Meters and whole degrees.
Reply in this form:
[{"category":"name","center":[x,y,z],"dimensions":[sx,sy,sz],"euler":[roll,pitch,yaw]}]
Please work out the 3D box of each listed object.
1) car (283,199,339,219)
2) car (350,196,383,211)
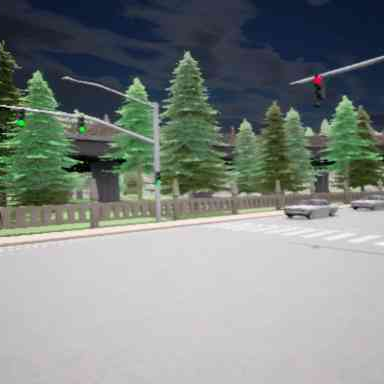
[{"category":"car","center":[8.727,1.214,24.309],"dimensions":[4.718,1.301,1.895],"euler":[-2,0,-40]},{"category":"car","center":[16.496,1.002,30.495],"dimensions":[4.718,1.301,1.895],"euler":[-2,0,-37]}]
